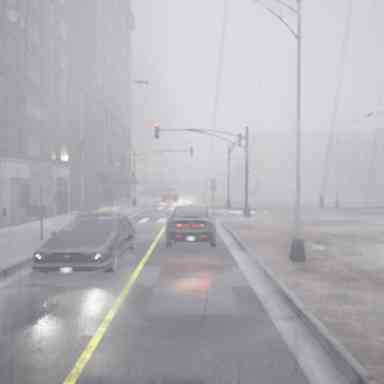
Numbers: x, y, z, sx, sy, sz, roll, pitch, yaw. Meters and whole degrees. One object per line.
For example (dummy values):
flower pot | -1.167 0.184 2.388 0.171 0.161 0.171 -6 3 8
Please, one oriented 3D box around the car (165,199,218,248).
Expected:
car | -0.030 1.246 13.431 1.837 1.490 4.892 0 1 0

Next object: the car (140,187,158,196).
car | -8.895 -0.133 75.029 5.566 2.045 2.150 0 1 9

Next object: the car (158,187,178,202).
car | -3.114 0.335 47.060 2.150 2.045 5.566 0 1 1

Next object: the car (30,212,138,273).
car | -2.883 1.350 10.262 2.033 1.411 5.357 0 1 0
